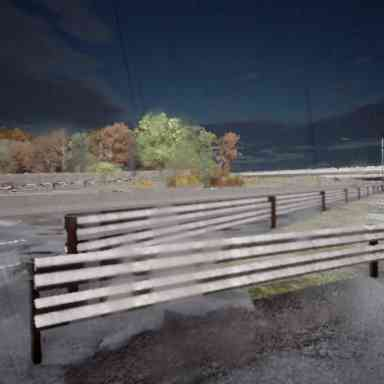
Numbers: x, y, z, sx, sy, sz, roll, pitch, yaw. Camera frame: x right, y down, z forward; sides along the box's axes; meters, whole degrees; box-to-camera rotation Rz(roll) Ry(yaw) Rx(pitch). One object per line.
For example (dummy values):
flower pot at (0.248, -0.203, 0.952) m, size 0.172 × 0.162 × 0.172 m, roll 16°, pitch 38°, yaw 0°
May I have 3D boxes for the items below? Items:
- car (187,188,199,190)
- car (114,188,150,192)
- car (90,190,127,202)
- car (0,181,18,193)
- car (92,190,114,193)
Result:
car at (-0.079, 0.181, 56.473) m, size 1.837 × 1.490 × 4.892 m, roll 0°, pitch 1°, yaw 33°
car at (-6.614, 0.357, 40.085) m, size 2.097 × 1.767 × 4.553 m, roll 0°, pitch 1°, yaw 33°
car at (-11.358, 0.491, 45.624) m, size 1.837 × 1.490 × 4.892 m, roll 0°, pitch 1°, yaw 33°
car at (-31.569, -0.778, 55.678) m, size 2.150 × 2.045 × 5.566 m, roll -1°, pitch 3°, yaw 12°
car at (-10.996, 0.568, 39.761) m, size 2.128 × 1.511 × 4.902 m, roll 0°, pitch 1°, yaw 33°
